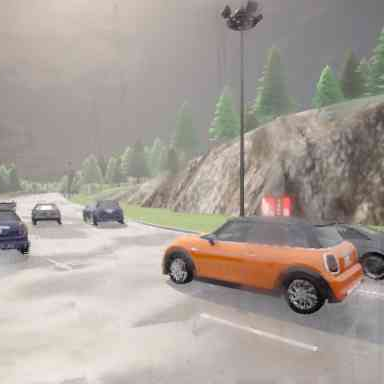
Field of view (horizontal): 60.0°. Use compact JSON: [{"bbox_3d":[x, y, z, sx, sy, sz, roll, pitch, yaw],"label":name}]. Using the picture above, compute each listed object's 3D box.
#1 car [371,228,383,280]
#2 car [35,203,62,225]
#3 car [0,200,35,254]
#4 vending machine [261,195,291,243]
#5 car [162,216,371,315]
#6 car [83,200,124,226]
[{"bbox_3d":[4.132,1.564,10.038,4.181,1.385,1.994,0,0,39],"label":"car"},{"bbox_3d":[-10.736,1.549,24.482,2.033,1.411,5.357,0,0,-27],"label":"car"},{"bbox_3d":[-7.849,1.353,12.843,2.097,1.767,4.553,0,0,-38],"label":"car"},{"bbox_3d":[3.884,1.196,15.395,1.100,2.100,0.880,0,0,-44],"label":"vending machine"},{"bbox_3d":[1.412,1.352,7.869,4.553,1.767,2.097,0,0,39],"label":"car"},{"bbox_3d":[-6.487,1.354,24.049,2.097,1.767,4.553,0,0,-28],"label":"car"}]
